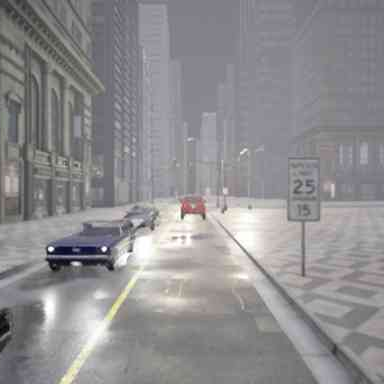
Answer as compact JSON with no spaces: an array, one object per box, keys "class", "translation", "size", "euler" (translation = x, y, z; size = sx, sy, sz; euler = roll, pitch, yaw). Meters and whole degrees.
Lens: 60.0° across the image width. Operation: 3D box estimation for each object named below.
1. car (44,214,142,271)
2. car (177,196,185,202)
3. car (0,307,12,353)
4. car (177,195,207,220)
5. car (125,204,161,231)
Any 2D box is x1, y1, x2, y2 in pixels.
[{"class":"car","translation":[-3.097,1.631,11.139],"size":[1.895,1.301,4.718],"euler":[0,0,0]},{"class":"car","translation":[-2.981,1.819,88.784],"size":[2.033,1.411,5.357],"euler":[0,0,0]},{"class":"car","translation":[-3.098,1.606,1.782],"size":[1.895,1.301,4.718],"euler":[0,0,0]},{"class":"car","translation":[0.107,1.308,29.436],"size":[2.150,2.045,5.566],"euler":[0,0,0]},{"class":"car","translation":[-3.076,1.553,21.218],"size":[2.128,1.511,4.902],"euler":[0,0,0]}]
